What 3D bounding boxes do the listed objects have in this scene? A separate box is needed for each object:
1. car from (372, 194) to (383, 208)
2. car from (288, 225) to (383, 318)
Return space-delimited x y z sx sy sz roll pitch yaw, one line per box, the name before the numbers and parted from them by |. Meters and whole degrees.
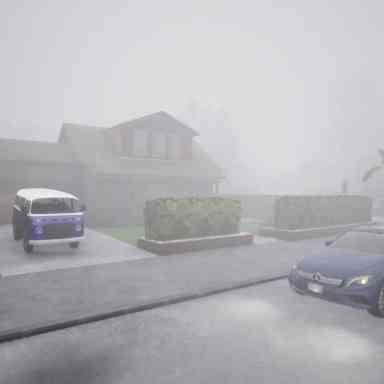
car | 23.994 0.986 40.731 3.866 1.878 1.905 0 0 0
car | 4.213 1.526 7.513 4.674 1.442 1.812 0 0 -35
